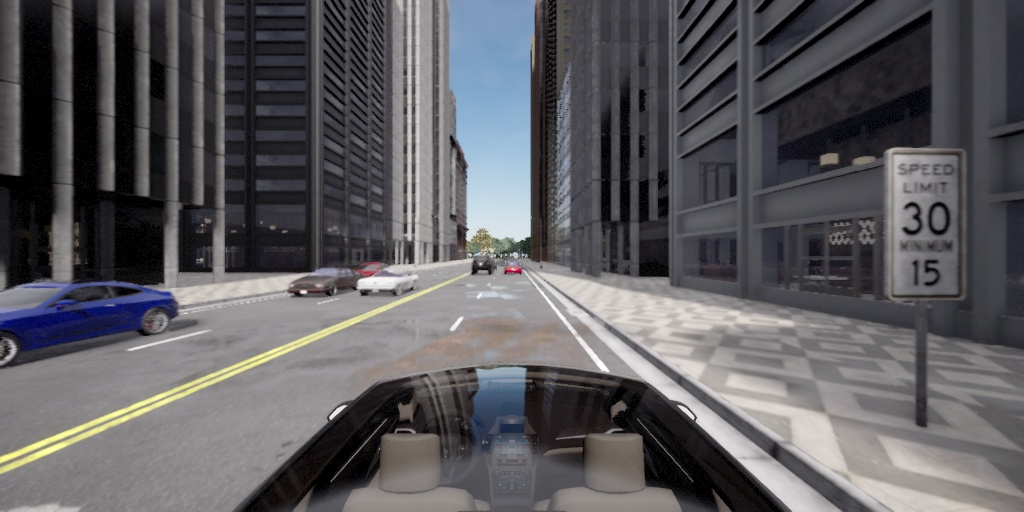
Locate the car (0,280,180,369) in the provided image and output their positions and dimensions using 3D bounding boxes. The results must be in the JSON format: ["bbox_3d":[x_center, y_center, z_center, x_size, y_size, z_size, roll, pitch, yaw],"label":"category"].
[{"bbox_3d":[-9.843,1.276,7.753,1.812,1.442,4.674,0,0,0],"label":"car"}]

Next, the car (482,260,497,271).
[{"bbox_3d":[-3.235,1.328,52.048,1.994,1.385,4.181,0,0,0],"label":"car"}]

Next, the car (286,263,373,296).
[{"bbox_3d":[-9.747,1.297,19.436,2.033,1.411,5.357,0,0,0],"label":"car"}]

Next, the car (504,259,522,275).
[{"bbox_3d":[0.110,1.321,39.802,1.994,1.385,4.181,0,0,0],"label":"car"}]

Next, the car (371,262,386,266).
[{"bbox_3d":[-9.806,1.230,25.107,1.882,1.535,5.008,0,0,0],"label":"car"}]

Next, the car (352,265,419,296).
[{"bbox_3d":[-6.498,1.351,19.285,1.895,1.301,4.718,0,0,0],"label":"car"}]

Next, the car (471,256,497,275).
[{"bbox_3d":[-3.191,0.978,39.563,2.150,2.045,5.566,0,0,1],"label":"car"}]
